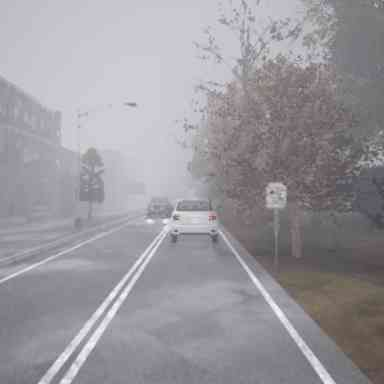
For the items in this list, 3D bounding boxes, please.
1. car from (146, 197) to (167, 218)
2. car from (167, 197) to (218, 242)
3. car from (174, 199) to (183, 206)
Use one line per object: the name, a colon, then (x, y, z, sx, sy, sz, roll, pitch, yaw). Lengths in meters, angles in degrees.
car: (-3.281, 1.497, 33.889, 2.150, 2.045, 5.566, 0, -1, 0)
car: (0.118, 1.302, 16.948, 2.150, 2.045, 5.566, 0, 0, 0)
car: (-3.030, 2.291, 74.613, 1.812, 1.442, 4.674, 0, -1, 0)
